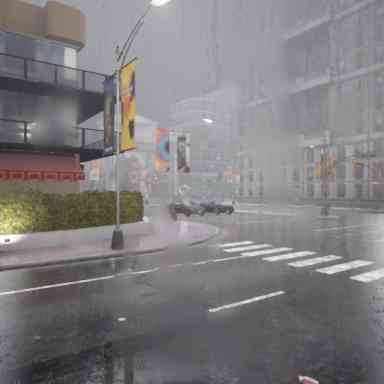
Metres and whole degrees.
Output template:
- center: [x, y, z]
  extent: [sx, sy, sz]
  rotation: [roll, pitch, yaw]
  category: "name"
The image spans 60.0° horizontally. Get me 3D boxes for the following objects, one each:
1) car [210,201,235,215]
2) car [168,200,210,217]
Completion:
- center: [2.227, 1.599, 34.117]
  extent: [1.895, 1.301, 4.718]
  rotation: [0, 0, -35]
  category: "car"
- center: [-0.624, 1.525, 32.087]
  extent: [1.812, 1.442, 4.674]
  rotation: [0, 0, -35]
  category: "car"
